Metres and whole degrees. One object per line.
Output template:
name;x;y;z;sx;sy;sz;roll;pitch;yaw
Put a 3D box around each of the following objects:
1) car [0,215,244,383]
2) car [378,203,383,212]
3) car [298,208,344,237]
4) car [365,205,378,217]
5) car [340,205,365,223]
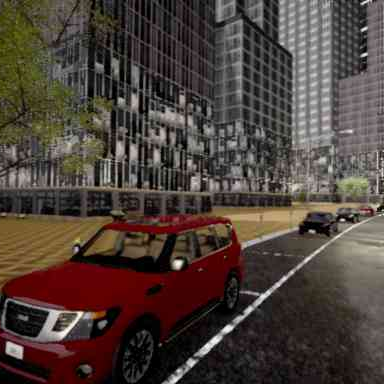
car;-0.675;1.390;5.730;2.192;1.841;5.009;1;0;28
car;30.744;2.441;52.907;1.947;1.339;4.313;1;0;39
car;7.916;1.884;20.603;1.947;1.339;4.313;1;0;32
car;20.534;2.218;39.523;1.802;1.307;4.206;1;0;36
car;14.068;2.043;30.201;1.947;1.339;4.313;1;0;34
